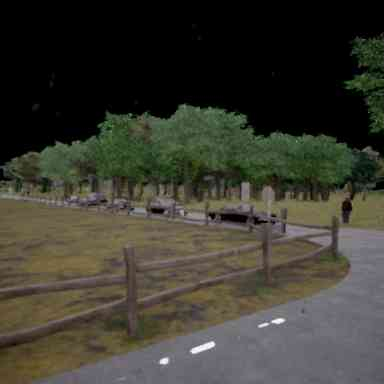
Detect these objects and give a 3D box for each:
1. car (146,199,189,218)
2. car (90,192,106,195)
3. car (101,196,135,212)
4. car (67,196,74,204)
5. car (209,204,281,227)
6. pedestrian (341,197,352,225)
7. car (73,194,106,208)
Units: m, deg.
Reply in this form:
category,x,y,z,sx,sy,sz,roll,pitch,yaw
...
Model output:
category,x,y,z,sx,sy,sz,roll,pitch,yaw
car,-2.175,1.338,28.387,2.128,1.511,4.902,1,-1,-35
car,-14.835,1.095,51.275,2.150,2.045,5.566,1,-1,-36
car,-7.873,1.405,36.398,1.994,1.385,4.181,1,-1,-37
car,-21.038,1.374,59.976,1.812,1.442,4.674,1,0,-34
car,3.200,1.451,20.826,1.895,1.301,4.718,1,-1,-35
pedestrian,10.010,1.202,21.567,0.375,1.860,0.375,1,-1,-35
car,-13.865,1.383,44.882,2.033,1.411,5.357,1,-1,-35
